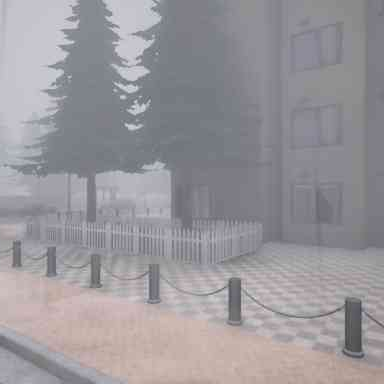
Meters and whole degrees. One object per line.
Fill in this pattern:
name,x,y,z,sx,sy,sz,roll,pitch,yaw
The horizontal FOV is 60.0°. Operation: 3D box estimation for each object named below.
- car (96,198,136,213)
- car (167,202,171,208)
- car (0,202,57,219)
car,-8.338,1.476,36.777,2.128,1.511,4.902,0,0,37
car,-1.500,1.510,45.779,1.812,1.442,4.674,0,0,37
car,-14.366,1.585,28.805,1.895,1.301,4.718,0,0,37
